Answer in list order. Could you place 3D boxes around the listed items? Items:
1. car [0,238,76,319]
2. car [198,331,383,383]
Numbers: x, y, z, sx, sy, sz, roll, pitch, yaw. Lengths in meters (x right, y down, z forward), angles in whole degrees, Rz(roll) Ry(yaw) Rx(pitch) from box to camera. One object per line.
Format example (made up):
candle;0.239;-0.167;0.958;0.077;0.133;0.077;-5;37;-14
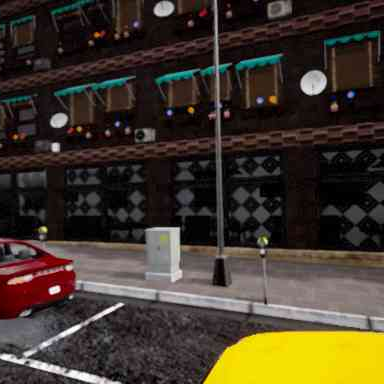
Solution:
car;-4.472;1.593;6.690;4.507;1.381;1.887;0;-2;22
car;2.510;1.469;1.940;5.366;1.575;1.801;0;0;22
